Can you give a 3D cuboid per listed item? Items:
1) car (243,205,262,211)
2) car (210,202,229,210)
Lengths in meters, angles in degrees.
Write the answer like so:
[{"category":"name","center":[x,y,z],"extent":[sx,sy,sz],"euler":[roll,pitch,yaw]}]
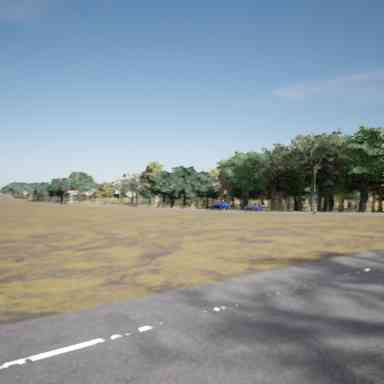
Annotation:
[{"category":"car","center":[13.310,3.510,73.047],"extent":[1.812,1.442,4.674],"euler":[1,-2,-33]},{"category":"car","center":[6.902,3.421,82.851],"extent":[2.150,2.045,5.566],"euler":[1,-2,-33]}]
